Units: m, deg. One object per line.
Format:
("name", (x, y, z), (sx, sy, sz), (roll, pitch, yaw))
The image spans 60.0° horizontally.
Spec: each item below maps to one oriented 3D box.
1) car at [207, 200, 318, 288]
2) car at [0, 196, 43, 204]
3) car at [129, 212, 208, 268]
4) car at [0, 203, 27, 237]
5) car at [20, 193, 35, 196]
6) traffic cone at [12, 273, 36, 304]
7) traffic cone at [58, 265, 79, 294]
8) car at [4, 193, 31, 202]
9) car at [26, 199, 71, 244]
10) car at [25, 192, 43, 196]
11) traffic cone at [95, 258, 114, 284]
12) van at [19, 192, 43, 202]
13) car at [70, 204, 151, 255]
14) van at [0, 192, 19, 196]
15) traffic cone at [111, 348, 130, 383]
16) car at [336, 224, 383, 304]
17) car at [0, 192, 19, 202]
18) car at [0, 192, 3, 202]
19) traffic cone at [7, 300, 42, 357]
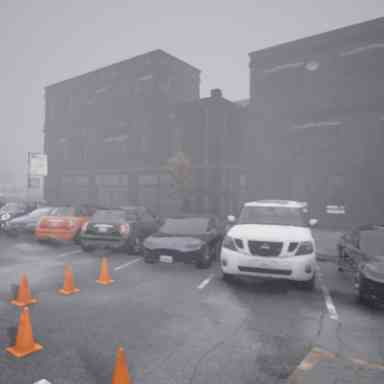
("car", (2.377, 1.279, 9.914), (2.435, 2.045, 5.566), (1, -1, 17))
("car", (-9.657, 1.289, 18.924), (2.185, 1.767, 4.553), (1, -1, 16))
("car", (-0.036, 1.535, 11.702), (2.163, 1.488, 4.792), (1, -1, 17))
("car", (-7.263, 1.476, 17.105), (2.002, 1.452, 4.674), (1, -1, 17))
("car", (-27.688, 1.338, 51.980), (4.792, 1.488, 2.163), (1, 1, 15))
("traffic cone", (-3.377, 1.930, 6.711), (0.340, 0.580, 0.340), (1, 0, 37))
("traffic cone", (-2.782, 1.938, 7.515), (0.340, 0.580, 0.340), (1, 0, 37))
("car", (-36.303, 1.141, 69.247), (4.553, 1.767, 2.185), (0, -1, 15))
("car", (-4.865, 1.332, 15.286), (2.185, 1.767, 4.553), (1, -1, 17))
("car", (-25.987, 1.082, 54.413), (5.566, 2.045, 2.435), (1, 1, 15))
("traffic cone", (-2.187, 1.946, 8.318), (0.340, 0.580, 0.340), (1, 0, 37))
("van", (-34.653, 1.066, 71.734), (4.442, 1.987, 1.878), (0, 0, 15))
("car", (-2.456, 1.355, 13.495), (2.185, 1.767, 4.553), (1, -1, 17))
("van", (-14.471, 1.147, 22.587), (1.878, 1.987, 4.442), (1, -1, 16))
("traffic cone", (-0.758, 1.955, 3.527), (0.340, 0.580, 0.340), (1, 0, 37))
("car", (4.778, 1.586, 8.118), (2.163, 1.488, 4.792), (1, -1, 17))
("car", (-37.979, 0.989, 66.761), (5.566, 2.045, 2.435), (0, -1, 15))
("car", (-39.768, 0.964, 64.279), (5.566, 2.045, 2.435), (0, 0, 15))
("traffic cone", (-2.365, 1.938, 4.717), (0.340, 0.580, 0.340), (1, 0, 37))
